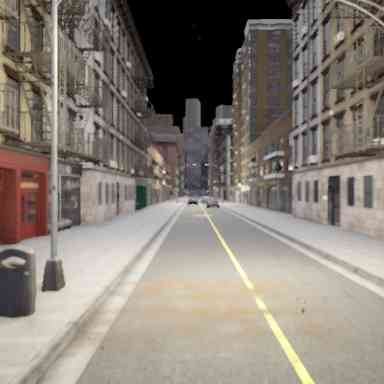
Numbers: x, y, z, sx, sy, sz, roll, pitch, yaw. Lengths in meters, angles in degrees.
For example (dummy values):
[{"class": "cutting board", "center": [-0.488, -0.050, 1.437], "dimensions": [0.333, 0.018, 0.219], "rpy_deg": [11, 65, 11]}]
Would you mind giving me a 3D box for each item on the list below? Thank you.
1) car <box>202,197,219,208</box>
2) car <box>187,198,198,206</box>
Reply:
[{"class": "car", "center": [3.017, 1.660, 49.156], "dimensions": [2.033, 1.411, 5.357], "rpy_deg": [0, 0, 0]}, {"class": "car", "center": [0.160, 1.729, 57.880], "dimensions": [1.895, 1.301, 4.718], "rpy_deg": [0, 0, 1]}]
